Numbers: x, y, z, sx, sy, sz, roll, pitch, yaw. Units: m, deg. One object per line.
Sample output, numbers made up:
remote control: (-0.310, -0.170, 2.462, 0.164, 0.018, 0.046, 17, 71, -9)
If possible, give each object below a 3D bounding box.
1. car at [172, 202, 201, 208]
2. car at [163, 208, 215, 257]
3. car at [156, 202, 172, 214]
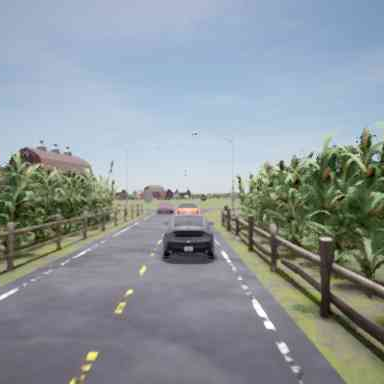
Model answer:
car: (-0.327, 1.649, 28.474, 2.097, 1.767, 4.553, 0, -1, 0)
car: (-0.129, 1.650, 13.536, 1.837, 1.490, 4.892, 0, 0, 0)
car: (-3.292, 1.957, 41.302, 1.812, 1.442, 4.674, 0, -1, 0)
